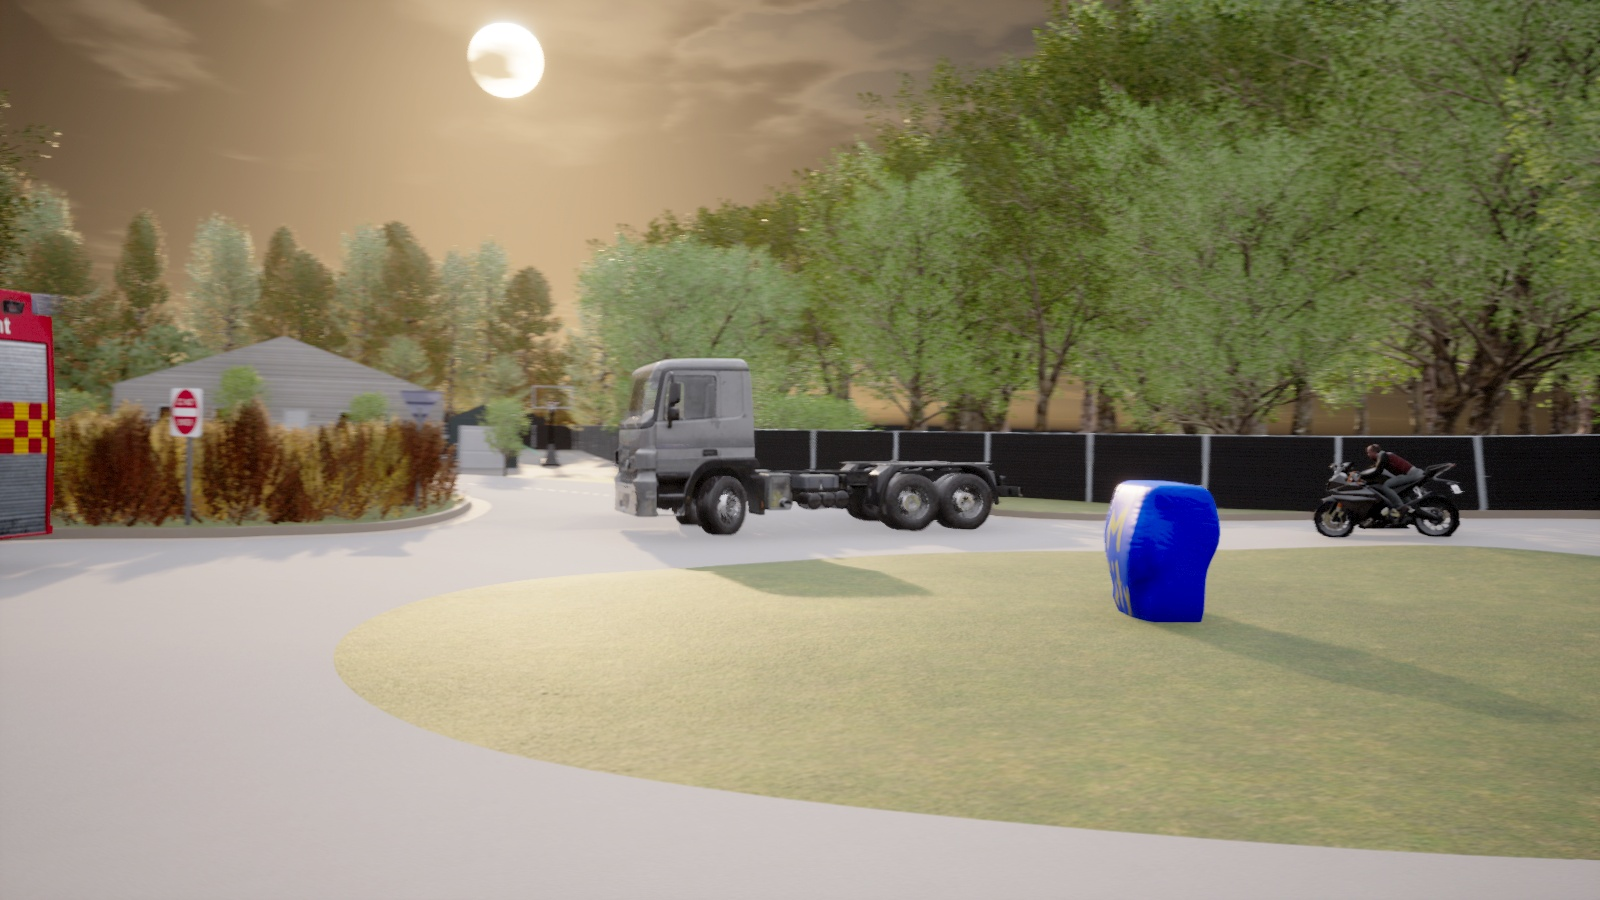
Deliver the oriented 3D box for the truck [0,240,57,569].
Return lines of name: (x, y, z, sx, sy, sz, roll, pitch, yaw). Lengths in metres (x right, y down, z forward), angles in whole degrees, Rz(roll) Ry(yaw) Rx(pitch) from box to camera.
truck: (-11.249, -0.531, 11.497, 2.891, 3.827, 8.468, 2, 1, 8)

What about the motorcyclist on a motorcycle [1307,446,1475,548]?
motorcyclist on a motorcycle: (9.375, 0.755, 19.994, 2.191, 1.530, 0.866, -3, -1, 44)

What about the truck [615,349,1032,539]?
truck: (0.449, -0.121, 25.461, 7.936, 3.462, 2.891, 0, 0, -18)
